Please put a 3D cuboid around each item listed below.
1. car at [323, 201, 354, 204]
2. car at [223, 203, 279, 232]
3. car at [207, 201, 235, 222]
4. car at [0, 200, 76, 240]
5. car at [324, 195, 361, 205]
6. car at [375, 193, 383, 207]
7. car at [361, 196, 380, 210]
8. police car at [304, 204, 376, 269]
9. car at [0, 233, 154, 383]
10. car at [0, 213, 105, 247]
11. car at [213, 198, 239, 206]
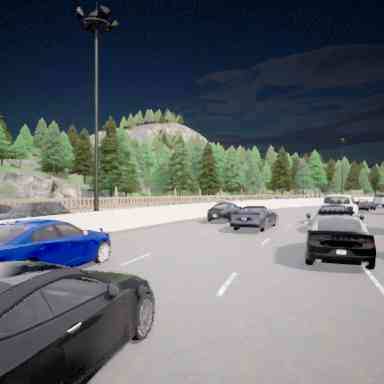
[{"bbox_3d":[8.261,1.503,19.311,1.837,1.490,4.892,0,0,26],"label":"car"},{"bbox_3d":[3.920,1.544,20.376,2.033,1.411,5.357,0,0,25],"label":"car"},{"bbox_3d":[2.700,1.522,25.638,1.812,1.442,4.674,0,0,27],"label":"car"},{"bbox_3d":[-8.642,1.349,17.871,2.097,1.767,4.553,0,0,22],"label":"car"},{"bbox_3d":[10.676,1.221,23.961,2.150,2.045,5.566,0,0,29],"label":"car"},{"bbox_3d":[27.617,1.215,47.180,5.566,2.045,2.150,0,0,-41],"label":"car"},{"bbox_3d":[20.647,1.559,39.914,1.994,1.385,4.181,0,0,43],"label":"car"},{"bbox_3d":[4.923,1.424,11.418,1.930,1.638,5.238,0,0,20],"label":"police car"},{"bbox_3d":[-1.945,1.525,3.770,1.812,1.442,4.674,0,0,14],"label":"car"},{"bbox_3d":[-4.088,1.476,9.066,1.882,1.535,5.008,0,0,17],"label":"car"},{"bbox_3d":[5.657,1.593,54.552,1.895,1.301,4.718,0,0,42],"label":"car"}]
